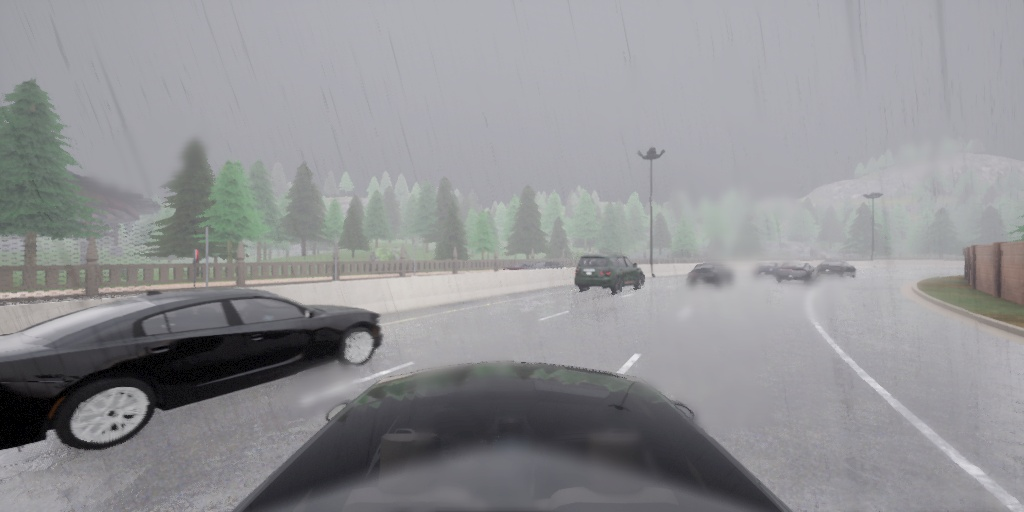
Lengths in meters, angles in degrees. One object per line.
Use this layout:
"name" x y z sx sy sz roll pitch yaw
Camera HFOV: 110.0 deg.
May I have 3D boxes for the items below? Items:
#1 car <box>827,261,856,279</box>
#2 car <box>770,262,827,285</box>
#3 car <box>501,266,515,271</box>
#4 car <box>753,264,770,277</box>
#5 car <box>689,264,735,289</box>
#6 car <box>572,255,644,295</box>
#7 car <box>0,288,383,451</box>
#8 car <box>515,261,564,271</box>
"car" 29.963 1.218 33.050 5.008 1.535 1.882 0 0 -35
"car" 20.670 1.233 25.798 4.902 1.511 2.128 0 0 -42
"car" 1.078 1.333 36.405 1.895 1.301 4.718 0 0 45
"car" 24.320 1.340 33.358 4.718 1.301 1.895 0 0 -38
"car" 13.009 1.247 23.246 1.837 1.490 4.892 0 0 43
"car" 5.568 0.963 20.185 2.150 2.045 5.566 0 0 39
"car" -4.295 1.225 5.420 1.882 1.535 5.008 0 0 28
"car" 2.895 1.240 33.201 1.837 1.490 4.892 0 0 44
